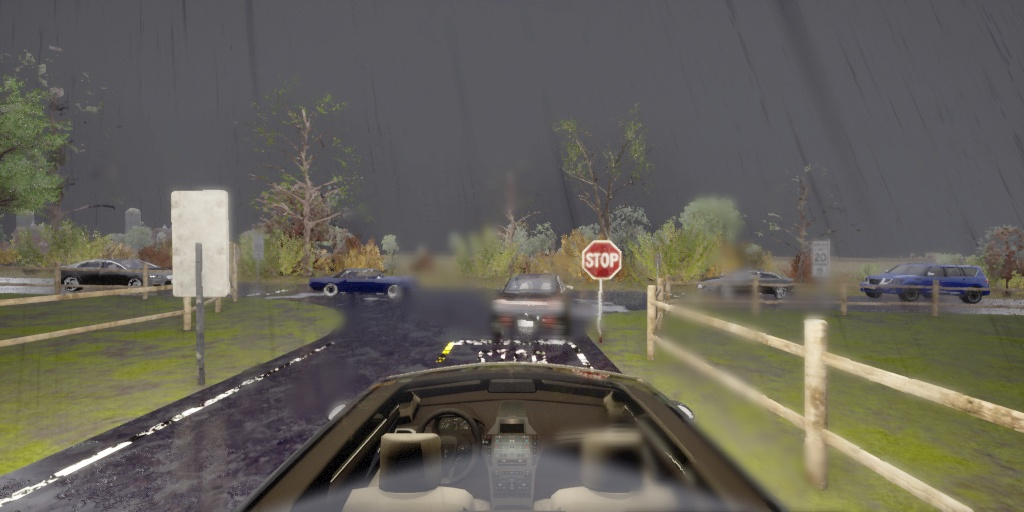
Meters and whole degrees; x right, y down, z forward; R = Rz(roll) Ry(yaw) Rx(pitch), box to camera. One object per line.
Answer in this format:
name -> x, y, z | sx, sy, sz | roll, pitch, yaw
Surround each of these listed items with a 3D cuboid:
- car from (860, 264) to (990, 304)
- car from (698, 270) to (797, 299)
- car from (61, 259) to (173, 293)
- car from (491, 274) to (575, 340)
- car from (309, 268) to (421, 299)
car -> 22.899, 1.466, 19.977 | 5.566, 2.045, 2.150 | 1, 1, 0
car -> 13.003, 1.525, 19.988 | 4.902, 1.511, 2.128 | 1, 1, 0
car -> -18.490, 0.885, 17.075 | 4.902, 1.511, 2.128 | 1, 1, 0
car -> 0.706, 1.240, 10.029 | 2.128, 1.511, 4.902 | 0, 0, 9
car -> -6.823, 1.248, 17.059 | 4.718, 1.301, 1.895 | 1, 1, 0
